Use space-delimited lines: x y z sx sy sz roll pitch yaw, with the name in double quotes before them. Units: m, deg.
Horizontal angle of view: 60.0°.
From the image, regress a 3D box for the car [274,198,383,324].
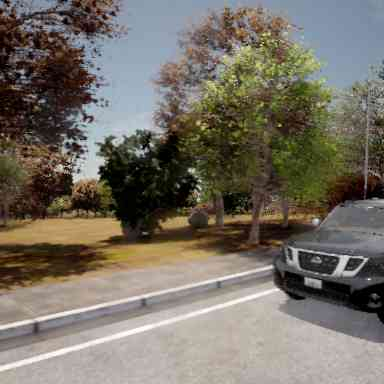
"car" 4.200 1.184 7.382 5.566 2.045 2.150 0 0 -39
